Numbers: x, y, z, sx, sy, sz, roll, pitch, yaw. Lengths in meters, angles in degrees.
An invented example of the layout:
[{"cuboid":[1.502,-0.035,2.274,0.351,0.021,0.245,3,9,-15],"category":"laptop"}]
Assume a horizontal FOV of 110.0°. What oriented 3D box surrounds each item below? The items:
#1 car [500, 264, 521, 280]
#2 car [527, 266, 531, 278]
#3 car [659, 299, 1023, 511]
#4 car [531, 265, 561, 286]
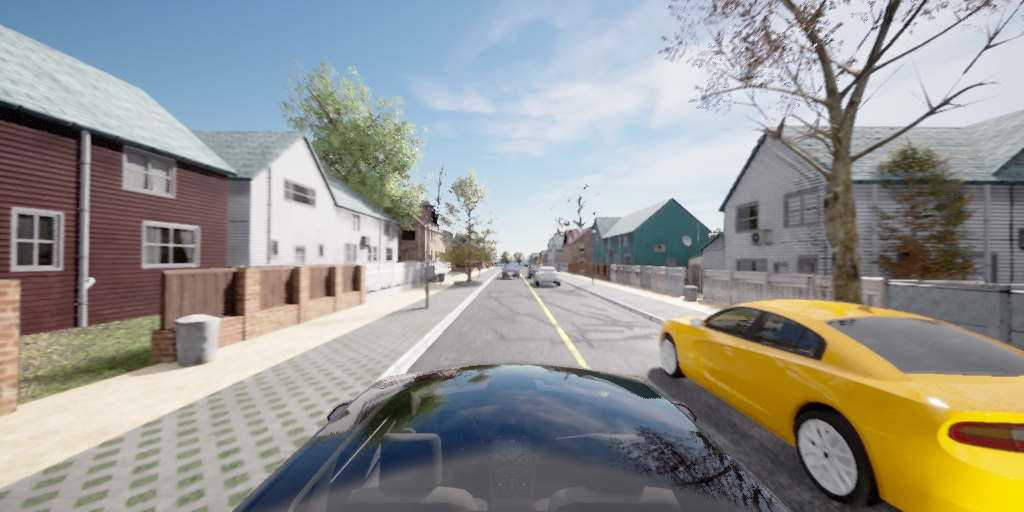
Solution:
[{"cuboid":[-0.119,1.589,36.729,2.128,1.511,4.902,0,-1,0],"category":"car"},{"cuboid":[2.633,1.694,39.429,2.033,1.411,5.357,0,-1,0],"category":"car"},{"cuboid":[3.556,1.270,4.450,1.882,1.535,5.008,0,0,0],"category":"car"},{"cuboid":[2.714,1.539,28.229,1.812,1.442,4.674,0,-1,0],"category":"car"}]
